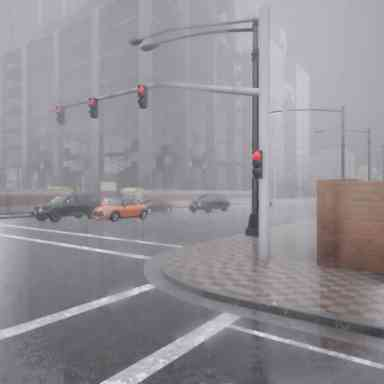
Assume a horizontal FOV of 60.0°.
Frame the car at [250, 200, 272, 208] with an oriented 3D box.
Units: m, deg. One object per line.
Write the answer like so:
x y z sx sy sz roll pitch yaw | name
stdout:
10.090 1.517 48.128 1.812 1.442 4.674 0 0 36 | car

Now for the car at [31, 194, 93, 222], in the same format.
-9.842 1.212 26.599 2.150 2.045 5.566 0 0 36 | car

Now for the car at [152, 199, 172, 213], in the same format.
-4.052 1.496 34.609 1.837 1.490 4.892 0 0 36 | car

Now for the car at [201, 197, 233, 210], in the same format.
3.456 1.483 44.976 2.128 1.511 4.902 0 0 36 | car

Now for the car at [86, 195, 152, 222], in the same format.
-5.675 1.344 26.388 2.097 1.767 4.553 0 0 36 | car

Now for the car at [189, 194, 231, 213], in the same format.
1.941 1.214 36.924 2.150 2.045 5.566 0 0 36 | car
